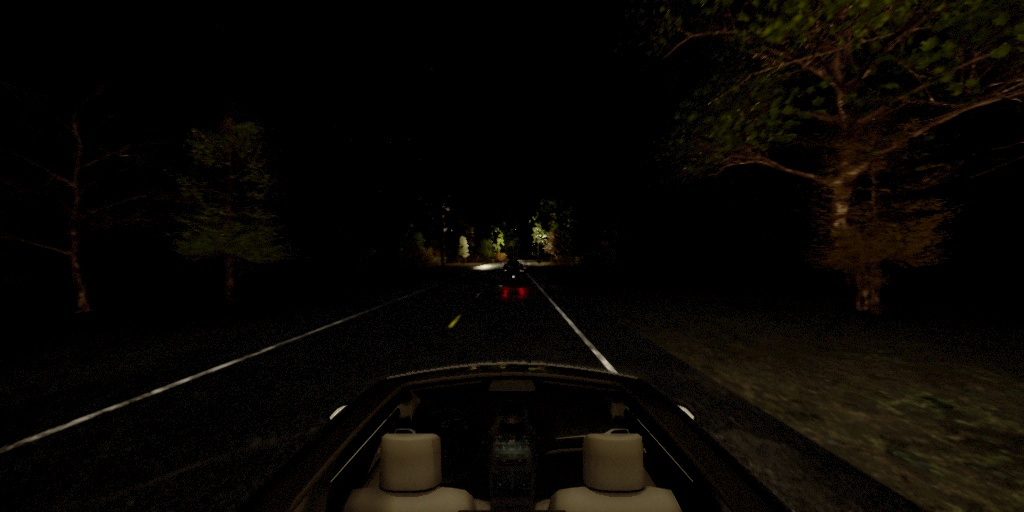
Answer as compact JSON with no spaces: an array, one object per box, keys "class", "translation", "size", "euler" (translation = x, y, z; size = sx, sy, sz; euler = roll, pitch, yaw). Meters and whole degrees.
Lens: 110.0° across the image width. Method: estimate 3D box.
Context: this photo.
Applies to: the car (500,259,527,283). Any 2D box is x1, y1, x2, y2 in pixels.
[{"class":"car","translation":[0.104,1.253,27.779],"size":[2.128,1.511,4.902],"euler":[0,0,0]}]
